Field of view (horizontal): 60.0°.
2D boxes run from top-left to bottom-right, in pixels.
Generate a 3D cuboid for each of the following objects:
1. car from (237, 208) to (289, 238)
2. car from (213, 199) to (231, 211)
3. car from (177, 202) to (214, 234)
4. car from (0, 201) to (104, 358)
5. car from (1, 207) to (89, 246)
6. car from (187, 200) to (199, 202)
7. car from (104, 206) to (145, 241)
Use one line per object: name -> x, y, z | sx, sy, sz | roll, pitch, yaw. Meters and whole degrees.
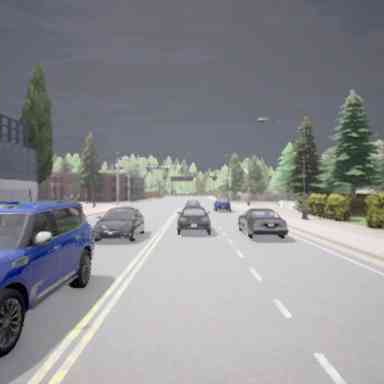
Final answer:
car -> 3.606, 1.569, 17.721 | 2.033, 1.411, 5.357 | 0, 0, 0
car -> 3.604, 1.527, 40.472 | 1.882, 1.535, 5.008 | 0, 0, 0
car -> 0.105, 1.549, 19.261 | 1.812, 1.442, 4.674 | 0, 0, 0
car -> -3.567, 1.229, 6.359 | 2.150, 2.045, 5.566 | 0, 0, 0
car -> -6.999, 1.568, 16.618 | 2.033, 1.411, 5.357 | 0, 0, 0
car -> 0.099, 1.592, 37.137 | 2.033, 1.411, 5.357 | 0, 0, 0
car -> -3.495, 1.525, 16.719 | 1.837, 1.490, 4.892 | 0, 0, 0
